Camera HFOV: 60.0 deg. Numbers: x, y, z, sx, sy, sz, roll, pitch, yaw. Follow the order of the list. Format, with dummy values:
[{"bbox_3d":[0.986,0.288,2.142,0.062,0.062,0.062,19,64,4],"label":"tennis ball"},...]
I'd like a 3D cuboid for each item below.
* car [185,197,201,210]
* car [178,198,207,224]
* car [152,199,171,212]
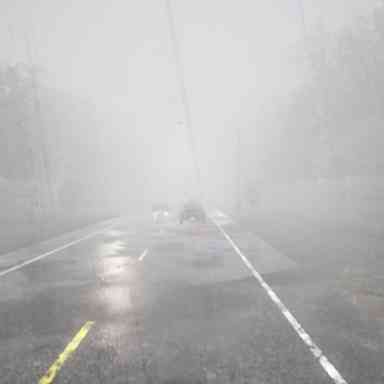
[{"bbox_3d":[0.119,1.454,42.906,1.882,1.535,5.008,0,0,0],"label":"car"},{"bbox_3d":[0.051,1.504,24.888,1.837,1.490,4.892,0,1,1],"label":"car"},{"bbox_3d":[-3.557,1.547,39.028,1.994,1.385,4.181,0,0,0],"label":"car"}]
